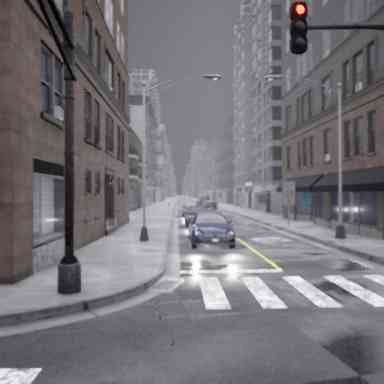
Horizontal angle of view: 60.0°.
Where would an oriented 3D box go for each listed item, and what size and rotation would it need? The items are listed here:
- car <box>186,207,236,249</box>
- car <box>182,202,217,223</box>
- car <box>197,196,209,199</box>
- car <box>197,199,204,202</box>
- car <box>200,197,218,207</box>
[{"bbox_3d":[0.819,1.666,15.506,1.812,1.442,4.674,0,0,-3],"label":"car"},{"bbox_3d":[0.395,1.770,25.130,2.033,1.411,5.357,0,0,-2],"label":"car"},{"bbox_3d":[2.129,1.693,58.389,2.150,2.045,5.566,0,0,-2],"label":"car"},{"bbox_3d":[-0.037,1.831,35.193,1.812,1.442,4.674,0,0,-2],"label":"car"},{"bbox_3d":[2.589,1.897,47.987,1.837,1.490,4.892,0,0,-3],"label":"car"}]
